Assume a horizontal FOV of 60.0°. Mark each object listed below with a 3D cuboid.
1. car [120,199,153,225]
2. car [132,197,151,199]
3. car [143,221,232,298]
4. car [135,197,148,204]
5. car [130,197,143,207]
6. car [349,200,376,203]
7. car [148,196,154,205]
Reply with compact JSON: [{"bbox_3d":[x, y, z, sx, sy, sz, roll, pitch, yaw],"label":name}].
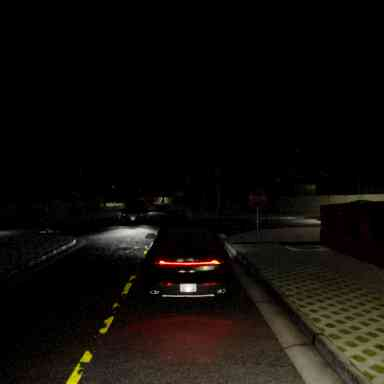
[{"bbox_3d":[-4.287,1.551,25.031,2.128,1.511,4.902,-1,0,-6],"label":"car"},{"bbox_3d":[-6.393,1.666,40.832,1.812,1.442,4.674,0,-1,-10],"label":"car"},{"bbox_3d":[-0.147,1.509,8.502,1.837,1.490,4.892,0,0,-2],"label":"car"},{"bbox_3d":[-11.587,1.805,75.369,2.128,1.511,4.902,0,-1,-18],"label":"car"},{"bbox_3d":[-9.311,1.712,55.785,1.882,1.535,5.008,0,0,-13],"label":"car"},{"bbox_3d":[11.836,1.260,23.045,5.357,1.411,2.033,-1,1,3],"label":"car"},{"bbox_3d":[-8.786,1.670,65.644,2.097,1.767,4.553,0,-1,-16],"label":"car"}]
